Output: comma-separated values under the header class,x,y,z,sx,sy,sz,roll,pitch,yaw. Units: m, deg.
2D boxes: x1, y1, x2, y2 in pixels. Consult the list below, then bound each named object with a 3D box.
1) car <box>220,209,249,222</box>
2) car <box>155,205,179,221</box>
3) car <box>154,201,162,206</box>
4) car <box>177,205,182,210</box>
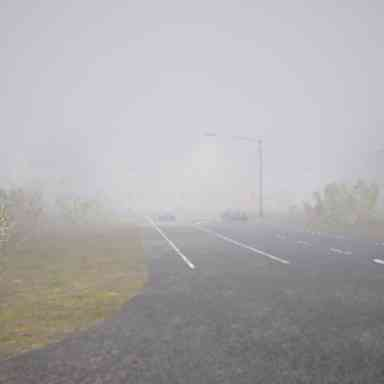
class,x,y,z,sx,sy,sz,roll,pitch,yaw
car,4.527,2.509,36.171,2.033,1.411,5.357,0,-2,-10
car,-3.062,2.607,38.865,1.812,1.442,4.674,0,-2,-10
car,-9.537,4.097,95.139,1.994,1.385,4.181,0,-1,-9
car,-3.731,3.795,82.558,1.895,1.301,4.718,0,-1,-10
